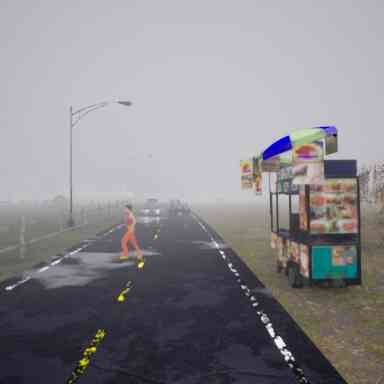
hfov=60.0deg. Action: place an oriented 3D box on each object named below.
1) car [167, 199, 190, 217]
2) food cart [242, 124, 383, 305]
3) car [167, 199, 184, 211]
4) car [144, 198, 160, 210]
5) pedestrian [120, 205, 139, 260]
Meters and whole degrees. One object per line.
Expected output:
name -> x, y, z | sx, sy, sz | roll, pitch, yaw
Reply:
car -> -1.273, 1.632, 32.144 | 1.895, 1.301, 4.718 | 0, 0, -4
food cart -> 2.940, 0.471, 8.936 | 2.280, 3.560, 4.660 | -1, -1, -2
car -> -2.225, 1.603, 43.386 | 2.033, 1.411, 5.357 | 0, 0, -6
car -> -5.309, 1.581, 44.709 | 1.812, 1.442, 4.674 | 0, 0, -6
pedestrian -> -2.057, 1.300, 10.964 | 0.375, 1.860, 0.375 | 1, -1, 0
